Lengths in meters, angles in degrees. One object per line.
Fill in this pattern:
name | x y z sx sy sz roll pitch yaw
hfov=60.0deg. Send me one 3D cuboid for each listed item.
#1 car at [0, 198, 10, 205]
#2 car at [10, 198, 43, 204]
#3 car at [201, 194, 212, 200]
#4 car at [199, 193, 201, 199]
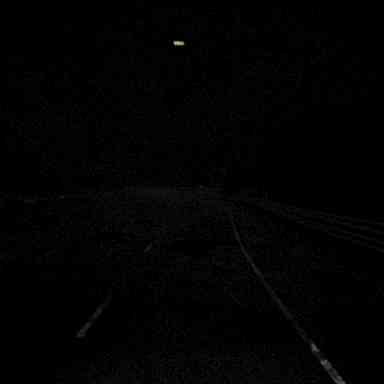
car | -21.075 1.495 38.048 2.128 1.511 4.902 0 0 0
car | -17.581 1.526 36.554 1.812 1.442 4.674 0 0 0
car | 3.501 1.362 73.345 1.812 1.442 4.674 0 0 0
car | 3.502 1.612 89.870 1.895 1.301 4.718 0 0 0
